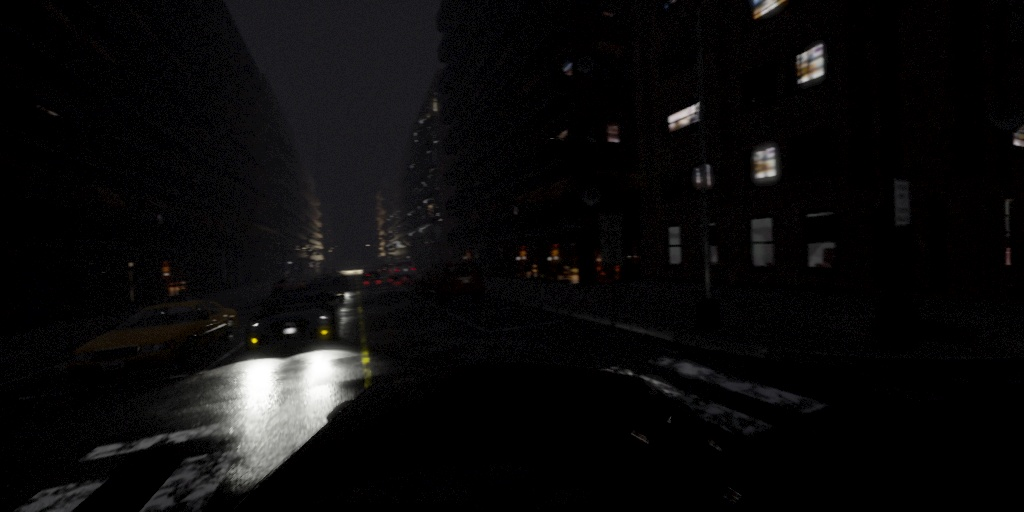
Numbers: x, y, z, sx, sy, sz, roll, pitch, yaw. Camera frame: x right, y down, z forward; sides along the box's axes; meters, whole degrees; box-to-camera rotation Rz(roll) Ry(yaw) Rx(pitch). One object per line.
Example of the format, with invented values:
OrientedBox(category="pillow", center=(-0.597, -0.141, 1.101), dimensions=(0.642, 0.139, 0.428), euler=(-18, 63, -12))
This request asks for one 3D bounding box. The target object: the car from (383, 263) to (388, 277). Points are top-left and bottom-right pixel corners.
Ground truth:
OrientedBox(category="car", center=(-14.887, 1.829, 46.061), dimensions=(2.097, 1.767, 4.553), euler=(-3, 0, -24))

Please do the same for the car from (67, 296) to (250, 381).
OrientedBox(category="car", center=(-8.127, 1.708, 8.675), dimensions=(1.751, 1.417, 4.829), euler=(0, 0, -24))

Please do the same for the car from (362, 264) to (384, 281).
OrientedBox(category="car", center=(-16.702, 2.106, 42.725), dimensions=(1.812, 1.442, 4.674), euler=(-3, 0, -24))

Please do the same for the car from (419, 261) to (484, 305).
OrientedBox(category="car", center=(-2.844, 1.195, 17.419), dimensions=(2.192, 1.841, 5.009), euler=(0, 0, -24))

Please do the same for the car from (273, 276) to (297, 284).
OrientedBox(category="car", center=(-14.987, 2.069, 24.405), dimensions=(1.888, 1.381, 4.507), euler=(0, 0, -24))

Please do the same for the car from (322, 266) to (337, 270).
OrientedBox(category="car", center=(-28.571, 2.740, 55.553), dimensions=(1.888, 1.381, 4.507), euler=(0, 0, -24))

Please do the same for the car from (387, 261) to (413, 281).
OrientedBox(category="car", center=(-12.126, 1.567, 39.698), dimensions=(2.150, 2.045, 5.566), euler=(-3, 0, -24))

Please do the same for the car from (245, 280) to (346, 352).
OrientedBox(category="car", center=(-6.055, 1.628, 10.313), dimensions=(1.994, 1.385, 4.181), euler=(-3, 0, -24))

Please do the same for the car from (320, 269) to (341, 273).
OrientedBox(category="car", center=(-13.755, 2.013, 27.998), dimensions=(1.994, 1.385, 4.181), euler=(-3, 0, -23))

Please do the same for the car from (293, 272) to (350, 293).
OrientedBox(category="car", center=(-9.787, 1.800, 18.869), dimensions=(2.033, 1.411, 5.357), euler=(-3, 0, -24))

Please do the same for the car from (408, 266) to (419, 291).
OrientedBox(category="car", center=(-5.108, 1.539, 22.610), dimensions=(1.888, 1.381, 4.507), euler=(0, 0, -24))
